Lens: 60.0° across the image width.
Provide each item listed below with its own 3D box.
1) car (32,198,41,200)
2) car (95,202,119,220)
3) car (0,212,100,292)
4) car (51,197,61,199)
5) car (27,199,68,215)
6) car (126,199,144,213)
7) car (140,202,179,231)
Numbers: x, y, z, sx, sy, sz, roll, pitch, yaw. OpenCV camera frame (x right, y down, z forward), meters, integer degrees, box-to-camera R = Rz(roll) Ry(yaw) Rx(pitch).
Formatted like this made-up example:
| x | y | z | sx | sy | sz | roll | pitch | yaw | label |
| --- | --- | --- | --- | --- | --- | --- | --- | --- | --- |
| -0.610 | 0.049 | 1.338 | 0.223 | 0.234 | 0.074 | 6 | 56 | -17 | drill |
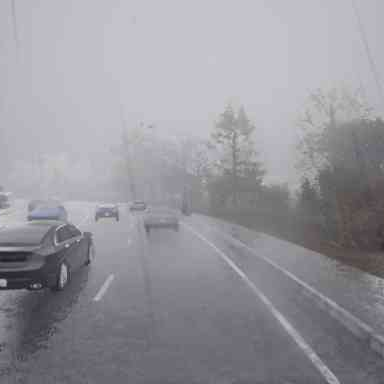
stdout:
| x | y | z | sx | sy | sz | roll | pitch | yaw | label |
| --- | --- | --- | --- | --- | --- | --- | --- | --- | --- |
| -18.587 | 1.543 | 40.074 | 1.837 | 1.490 | 4.892 | 0 | 0 | -22 | car |
| -7.057 | 1.547 | 27.729 | 1.812 | 1.442 | 4.674 | 0 | 0 | -14 | car |
| -3.940 | 1.518 | 8.871 | 1.837 | 1.490 | 4.892 | 0 | 0 | -5 | car |
| -24.549 | 1.573 | 59.917 | 1.812 | 1.442 | 4.674 | 0 | 0 | -31 | car |
| -9.687 | 1.504 | 22.614 | 1.882 | 1.535 | 5.008 | 0 | 0 | -12 | car |
| -6.295 | 1.515 | 37.496 | 2.128 | 1.511 | 4.902 | 0 | 0 | -18 | car |
| -2.002 | 1.573 | 20.632 | 1.994 | 1.385 | 4.181 | 0 | 0 | -10 | car |
